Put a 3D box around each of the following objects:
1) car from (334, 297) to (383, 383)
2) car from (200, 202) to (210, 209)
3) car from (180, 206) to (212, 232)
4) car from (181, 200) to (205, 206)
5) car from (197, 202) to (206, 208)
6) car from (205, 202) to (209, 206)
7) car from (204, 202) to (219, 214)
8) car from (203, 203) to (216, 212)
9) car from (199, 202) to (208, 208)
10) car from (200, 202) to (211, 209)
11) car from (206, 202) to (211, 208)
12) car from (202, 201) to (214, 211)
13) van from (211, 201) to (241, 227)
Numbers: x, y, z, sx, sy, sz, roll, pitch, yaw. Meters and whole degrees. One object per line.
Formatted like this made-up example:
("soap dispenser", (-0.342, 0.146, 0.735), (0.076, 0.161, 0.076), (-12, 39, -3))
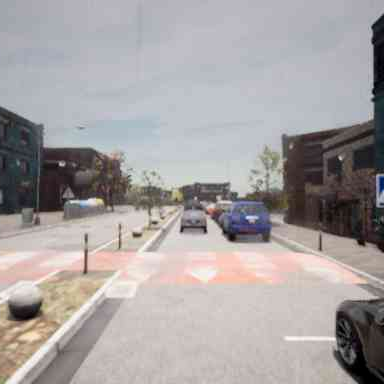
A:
("car", (2.997, 1.587, 2.838), (2.163, 1.488, 4.792), (0, -1, 0))
("car", (3.022, 3.196, 79.957), (2.231, 1.521, 4.892), (0, -2, 0))
("car", (0.110, 1.983, 23.423), (2.033, 1.411, 5.357), (0, -1, 0))
("car", (0.119, 2.006, 40.839), (2.150, 2.045, 5.566), (0, -1, -1))
("car", (2.682, 3.525, 91.043), (2.097, 1.535, 5.008), (0, -2, -2))
("car", (3.016, 2.279, 46.818), (2.185, 1.767, 4.553), (0, -1, 0))
("car", (3.019, 2.405, 52.337), (2.185, 1.767, 4.553), (0, -1, 0))
("car", (3.021, 2.703, 58.008), (2.002, 1.452, 4.674), (0, -1, 0))
("car", (2.911, 3.398, 85.501), (2.002, 1.452, 4.674), (0, -2, -1))
("car", (3.028, 3.053, 74.439), (2.231, 1.521, 4.892), (0, -1, 0))
("car", (3.013, 2.167, 35.801), (2.231, 1.521, 4.892), (0, -1, 0))
("car", (3.024, 2.667, 63.504), (2.185, 1.767, 4.553), (0, -1, 0))
("van", (3.010, 1.830, 30.409), (1.878, 1.987, 4.442), (0, -1, 0))
